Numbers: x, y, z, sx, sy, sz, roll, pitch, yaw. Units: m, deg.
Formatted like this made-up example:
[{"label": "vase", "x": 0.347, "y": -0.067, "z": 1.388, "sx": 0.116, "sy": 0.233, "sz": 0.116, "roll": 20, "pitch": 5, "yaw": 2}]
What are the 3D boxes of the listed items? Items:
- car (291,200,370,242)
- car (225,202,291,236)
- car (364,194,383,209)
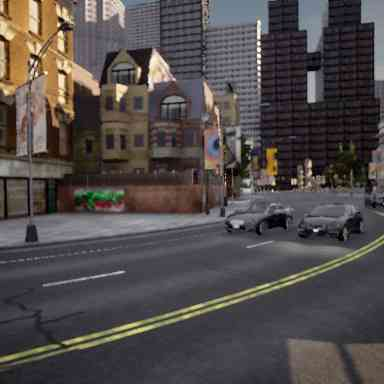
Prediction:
[{"label": "car", "x": 6.500, "y": 1.284, "z": 15.278, "sx": 1.837, "sy": 1.490, "sz": 4.892, "roll": 0, "pitch": 0, "yaw": 39}, {"label": "car", "x": 3.585, "y": 1.282, "z": 17.221, "sx": 2.128, "sy": 1.511, "sz": 4.902, "roll": 0, "pitch": 1, "yaw": 39}, {"label": "car", "x": 19.638, "y": 0.927, "z": 35.222, "sx": 2.128, "sy": 1.511, "sz": 4.902, "roll": 0, "pitch": 1, "yaw": 15}]
